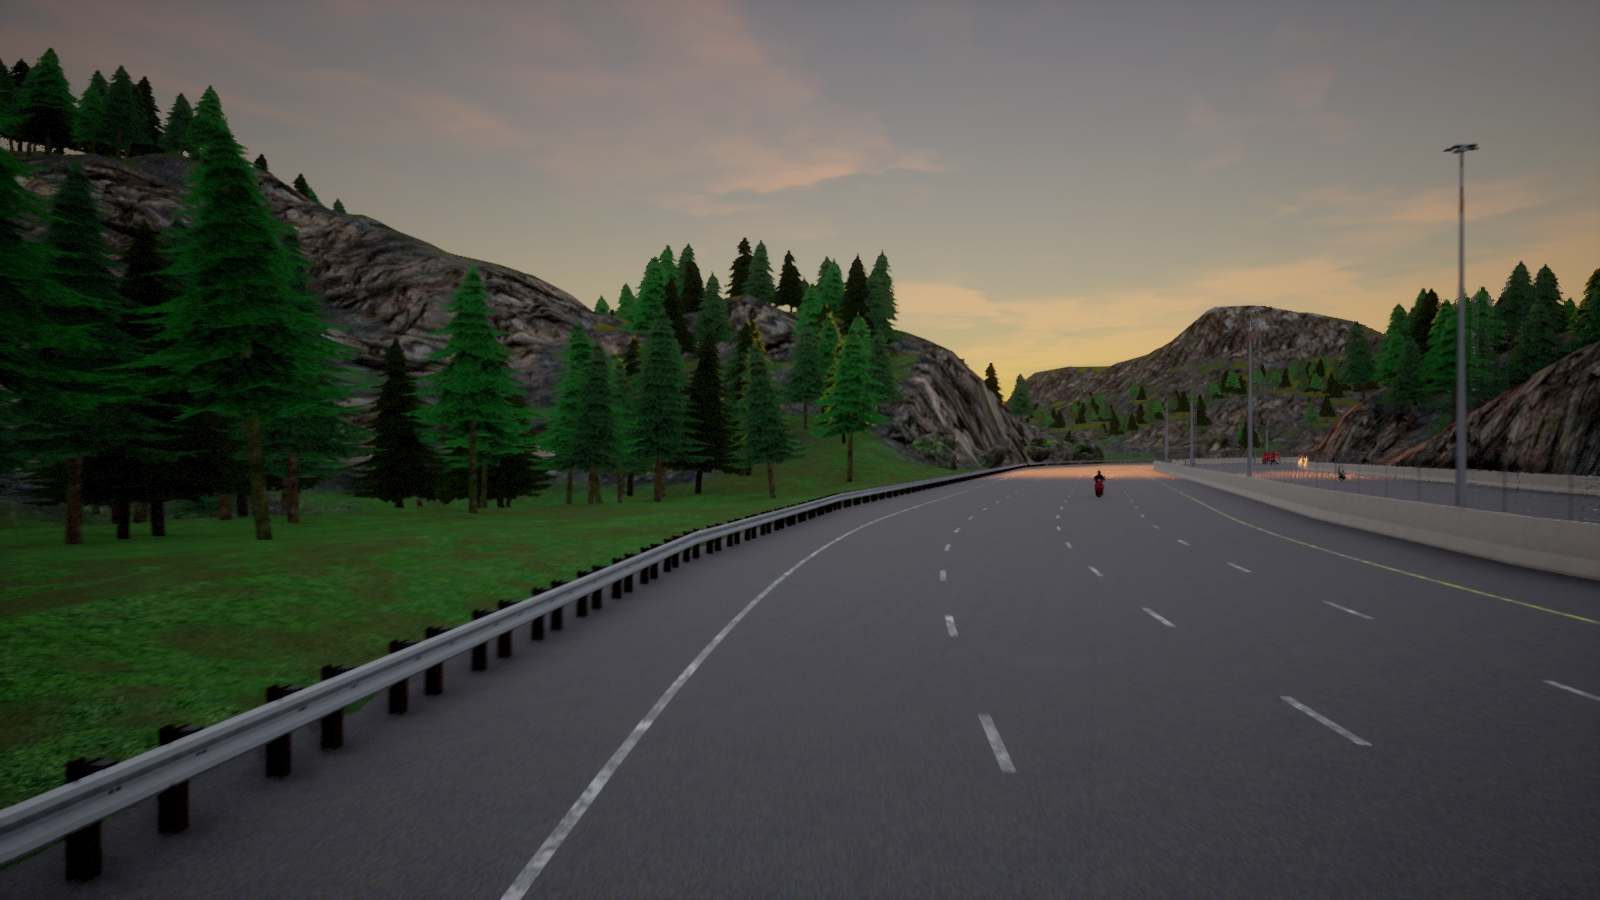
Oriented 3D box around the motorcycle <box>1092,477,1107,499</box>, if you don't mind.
[{"bbox_3d":[17.461,2.197,66.670,0.856,1.236,1.805,0,0,15],"label":"motorcycle"}]
